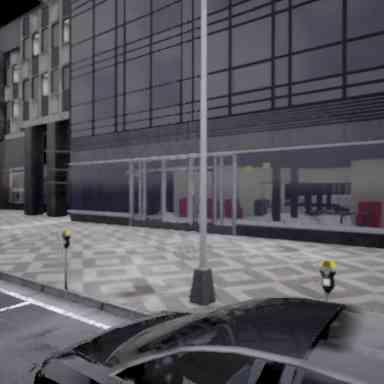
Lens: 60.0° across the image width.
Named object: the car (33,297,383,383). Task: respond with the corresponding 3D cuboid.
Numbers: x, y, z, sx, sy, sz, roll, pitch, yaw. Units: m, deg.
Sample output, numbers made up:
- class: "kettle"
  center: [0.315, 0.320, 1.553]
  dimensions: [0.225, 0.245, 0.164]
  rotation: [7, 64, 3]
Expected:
- class: "car"
  center: [0.580, 1.564, 2.546]
  dimensions: [4.313, 1.339, 1.947]
  rotation: [0, 0, 35]
